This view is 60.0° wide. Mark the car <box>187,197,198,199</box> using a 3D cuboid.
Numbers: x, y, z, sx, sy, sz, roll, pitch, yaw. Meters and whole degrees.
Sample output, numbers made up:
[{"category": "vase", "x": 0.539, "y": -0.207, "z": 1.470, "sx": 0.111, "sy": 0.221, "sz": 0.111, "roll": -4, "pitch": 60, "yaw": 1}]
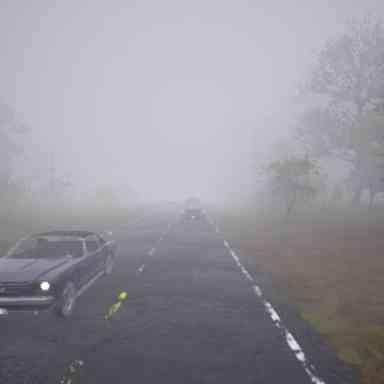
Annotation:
[{"category": "car", "x": 0.079, "y": 1.389, "z": 42.277, "sx": 2.097, "sy": 1.767, "sz": 4.553, "roll": 0, "pitch": 0, "yaw": 0}]

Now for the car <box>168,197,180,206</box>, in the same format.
[{"category": "car", "x": -3.048, "y": 1.526, "z": 56.541, "sx": 1.882, "sy": 1.535, "sz": 5.008, "roll": 0, "pitch": 0, "yaw": 0}]

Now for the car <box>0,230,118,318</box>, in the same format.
[{"category": "car", "x": -3.105, "y": 1.607, "z": 7.532, "sx": 1.895, "sy": 1.301, "sz": 4.718, "roll": 0, "pitch": 0, "yaw": 0}]

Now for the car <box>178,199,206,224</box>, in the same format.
[{"category": "car", "x": 0.083, "y": 1.547, "z": 25.219, "sx": 1.812, "sy": 1.442, "sz": 4.674, "roll": 0, "pitch": 0, "yaw": 0}]
